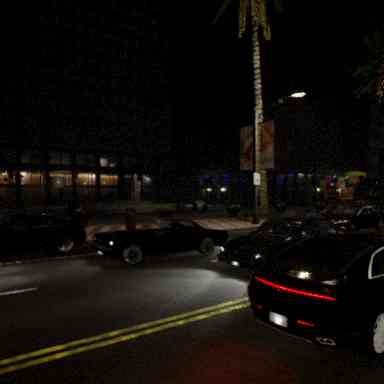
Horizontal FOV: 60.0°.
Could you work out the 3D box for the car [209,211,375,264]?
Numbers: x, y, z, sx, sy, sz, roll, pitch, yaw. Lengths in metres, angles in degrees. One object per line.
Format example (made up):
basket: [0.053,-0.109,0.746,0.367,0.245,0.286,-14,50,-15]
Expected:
car: [3.344,1.555,10.556,5.357,1.411,2.033,0,0,-35]

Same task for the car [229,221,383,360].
car: [3.163,1.510,6.003,4.892,1.490,1.837,0,0,-35]

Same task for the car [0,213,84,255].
car: [-6.262,1.515,11.920,4.786,1.482,2.161,0,0,-36]

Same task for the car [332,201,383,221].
car: [9.220,1.506,19.020,4.902,1.511,2.128,0,0,-35]

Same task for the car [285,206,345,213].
car: [5.181,1.575,16.141,4.181,1.385,1.994,0,0,-35]

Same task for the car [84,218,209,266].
car: [-1.059,1.606,11.739,4.718,1.301,1.895,0,0,-35]
